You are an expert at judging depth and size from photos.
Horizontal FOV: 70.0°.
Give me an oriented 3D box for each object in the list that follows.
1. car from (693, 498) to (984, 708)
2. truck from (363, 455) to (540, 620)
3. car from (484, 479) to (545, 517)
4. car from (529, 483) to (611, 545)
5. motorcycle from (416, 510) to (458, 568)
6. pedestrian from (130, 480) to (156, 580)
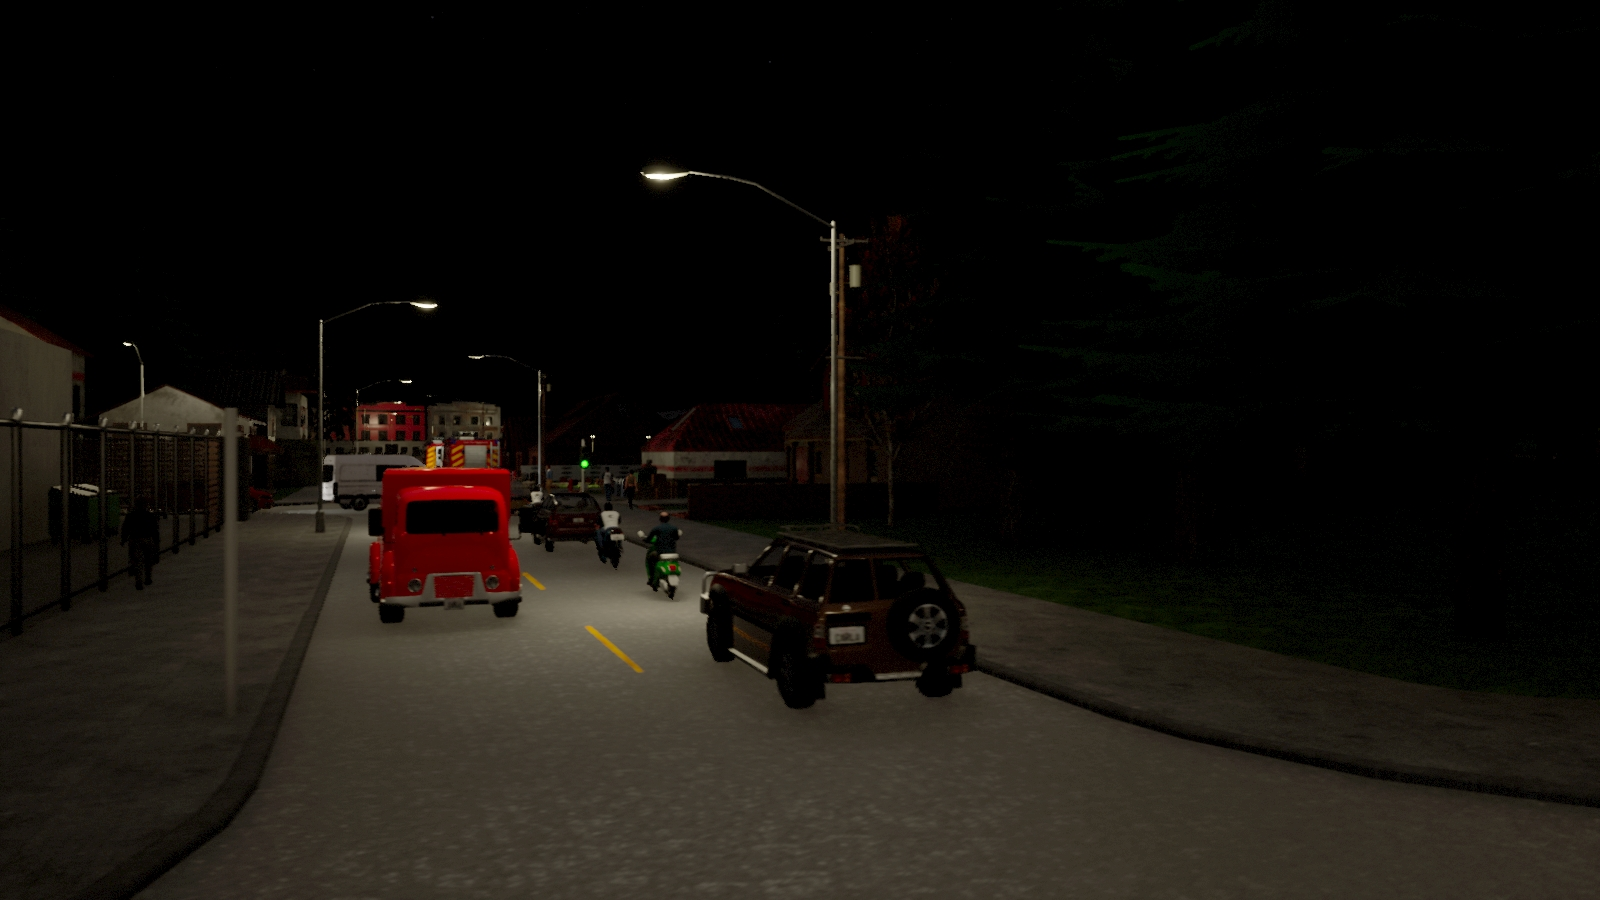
[{"bbox_3d":[0.238,1.635,13.905,1.932,1.855,4.605,0,0,-20],"label":"car"},{"bbox_3d":[-6.249,1.337,20.141,2.627,2.467,5.204,0,0,-20],"label":"truck"},{"bbox_3d":[-11.638,1.910,46.347,1.895,1.301,4.718,0,0,-20],"label":"car"},{"bbox_3d":[-6.655,1.787,32.791,1.789,1.549,3.705,0,0,-20],"label":"car"},{"bbox_3d":[-8.212,1.979,25.775,0.803,1.145,2.033,0,0,-21],"label":"motorcycle"},{"bbox_3d":[-12.472,1.516,21.695,0.375,1.860,0.375,0,0,-21],"label":"pedestrian"}]
